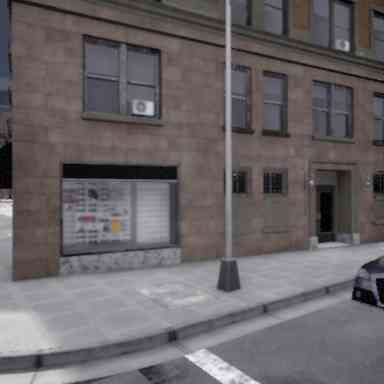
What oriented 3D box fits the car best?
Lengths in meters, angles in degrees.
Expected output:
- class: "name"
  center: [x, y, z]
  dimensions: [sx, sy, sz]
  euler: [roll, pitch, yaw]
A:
- class: "car"
  center: [5.088, 1.568, 6.692]
  dimensions: [4.181, 1.385, 1.994]
  euler: [0, 0, -35]
